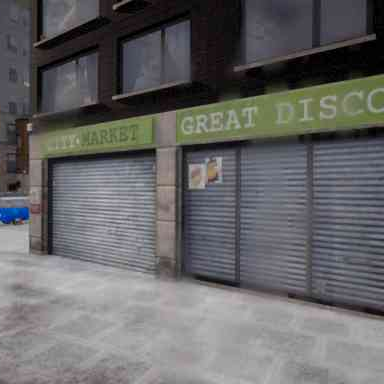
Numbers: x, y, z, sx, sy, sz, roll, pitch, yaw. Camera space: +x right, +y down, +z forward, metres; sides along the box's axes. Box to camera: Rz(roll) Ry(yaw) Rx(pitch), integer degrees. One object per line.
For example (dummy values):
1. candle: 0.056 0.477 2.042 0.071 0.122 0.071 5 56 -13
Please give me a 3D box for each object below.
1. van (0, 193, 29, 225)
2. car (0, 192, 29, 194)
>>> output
1. van: -10.859 1.203 22.322 1.690 1.788 3.998 1 1 36
2. car: -15.235 1.034 26.301 2.150 2.045 5.566 1 1 36
